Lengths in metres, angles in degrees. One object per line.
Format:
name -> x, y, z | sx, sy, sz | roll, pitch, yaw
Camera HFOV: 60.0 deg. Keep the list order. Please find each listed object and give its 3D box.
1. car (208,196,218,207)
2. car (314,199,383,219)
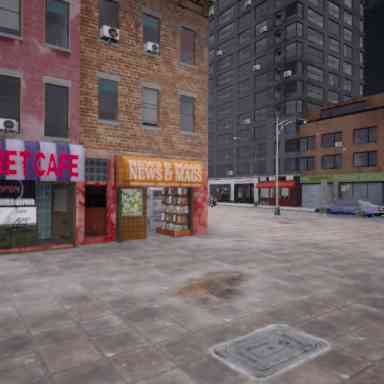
car -> 0.957, 0.824, 38.070 | 2.097, 1.767, 4.553 | 1, 1, -35
car -> 12.615, 1.305, 26.695 | 2.033, 1.411, 5.357 | 1, 1, -35
